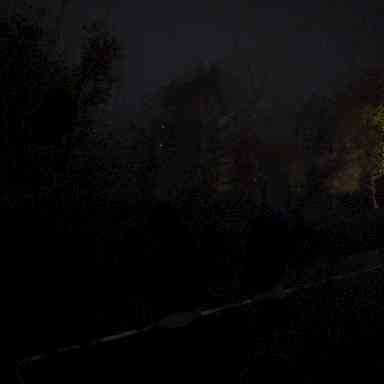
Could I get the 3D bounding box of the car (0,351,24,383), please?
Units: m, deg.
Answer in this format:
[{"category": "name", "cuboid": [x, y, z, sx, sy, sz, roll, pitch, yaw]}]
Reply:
[{"category": "car", "cuboid": [-3.366, 1.489, 1.344, 4.902, 1.511, 2.128, 0, 0, -36]}]
